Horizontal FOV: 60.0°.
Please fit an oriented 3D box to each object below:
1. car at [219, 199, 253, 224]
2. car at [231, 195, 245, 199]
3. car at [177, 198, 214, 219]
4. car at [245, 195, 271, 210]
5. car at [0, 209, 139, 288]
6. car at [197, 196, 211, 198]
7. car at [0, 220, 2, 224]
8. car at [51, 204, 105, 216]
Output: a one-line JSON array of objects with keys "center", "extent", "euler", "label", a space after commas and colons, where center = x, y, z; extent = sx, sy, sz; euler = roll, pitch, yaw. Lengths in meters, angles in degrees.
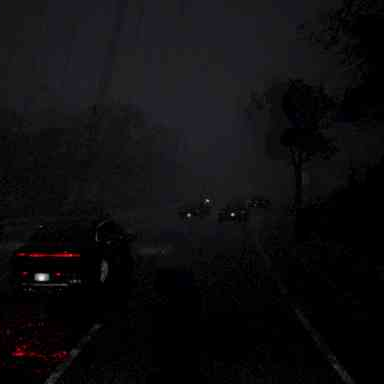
[{"center": [3.107, 1.455, 23.874], "extent": [1.994, 1.385, 4.181], "euler": [0, 0, 12], "label": "car"}, {"center": [7.730, 1.262, 56.044], "extent": [1.812, 1.442, 4.674], "euler": [0, 0, 28], "label": "car"}, {"center": [0.334, 1.463, 27.483], "extent": [1.895, 1.301, 4.718], "euler": [0, 0, 14], "label": "car"}, {"center": [8.242, 1.183, 40.165], "extent": [2.097, 1.767, 4.553], "euler": [0, 0, 21], "label": "car"}, {"center": [-2.812, 1.451, 9.100], "extent": [1.837, 1.490, 4.892], "euler": [0, 0, 5], "label": "car"}, {"center": [1.748, 1.276, 52.104], "extent": [2.033, 1.411, 5.357], "euler": [0, 0, 26], "label": "car"}, {"center": [-9.599, 1.468, 13.238], "extent": [1.994, 1.385, 4.181], "euler": [0, 0, 7], "label": "car"}, {"center": [-5.621, 1.403, 16.618], "extent": [1.837, 1.490, 4.892], "euler": [0, 0, 9], "label": "car"}]
